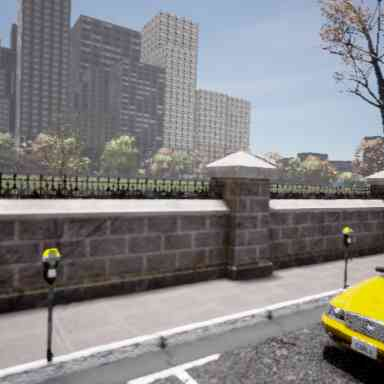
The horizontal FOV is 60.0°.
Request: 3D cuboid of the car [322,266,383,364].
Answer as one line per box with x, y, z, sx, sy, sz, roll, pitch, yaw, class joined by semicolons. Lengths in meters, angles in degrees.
4.016;1.505;5.117;4.829;1.417;1.752;1;2;-33;car
